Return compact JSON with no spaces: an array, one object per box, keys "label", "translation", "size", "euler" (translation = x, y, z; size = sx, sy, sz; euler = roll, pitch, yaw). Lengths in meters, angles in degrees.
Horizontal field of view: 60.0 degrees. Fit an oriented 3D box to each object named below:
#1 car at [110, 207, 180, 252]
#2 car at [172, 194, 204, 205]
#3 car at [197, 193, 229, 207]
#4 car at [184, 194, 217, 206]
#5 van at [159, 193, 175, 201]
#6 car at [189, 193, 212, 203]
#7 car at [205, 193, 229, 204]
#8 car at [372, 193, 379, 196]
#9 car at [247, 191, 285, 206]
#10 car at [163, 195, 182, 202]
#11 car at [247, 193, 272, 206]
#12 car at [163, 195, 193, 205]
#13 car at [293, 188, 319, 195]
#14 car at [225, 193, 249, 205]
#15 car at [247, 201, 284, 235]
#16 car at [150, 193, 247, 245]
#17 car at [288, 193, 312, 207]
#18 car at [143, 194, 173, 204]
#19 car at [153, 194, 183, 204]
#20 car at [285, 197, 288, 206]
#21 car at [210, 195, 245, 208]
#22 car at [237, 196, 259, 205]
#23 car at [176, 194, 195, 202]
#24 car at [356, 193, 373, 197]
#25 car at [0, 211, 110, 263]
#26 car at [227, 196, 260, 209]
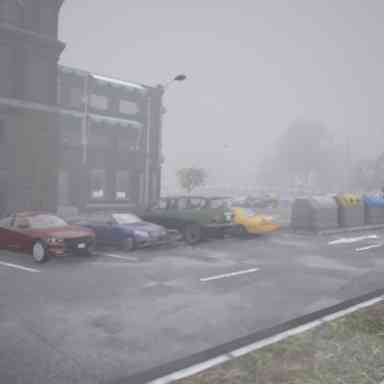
[{"label":"car","translation":[-3.088,1.506,13.726],"size":[4.674,1.452,2.002],"euler":[-1,-1,35]},{"label":"car","translation":[-0.489,1.147,49.351],"size":[2.231,1.521,4.892],"euler":[0,-1,35]},{"label":"car","translation":[2.865,1.019,44.473],"size":[2.185,1.767,4.553],"euler":[0,-1,35]},{"label":"car","translation":[1.297,1.146,47.081],"size":[1.946,1.575,5.366],"euler":[0,-1,35]},{"label":"van","translation":[-6.547,1.449,87.987],"size":[1.878,1.987,4.442],"euler":[1,-2,35]},{"label":"car","translation":[2.023,1.419,75.502],"size":[2.435,2.045,5.566],"euler":[1,-2,35]},{"label":"car","translation":[5.432,1.415,70.488],"size":[2.435,2.045,5.566],"euler":[1,-2,35]},{"label":"car","translation":[27.274,0.901,50.993],"size":[1.812,1.442,4.674],"euler":[2,3,-34]},{"label":"car","translation":[7.940,0.892,37.180],"size":[2.435,2.045,5.566],"euler":[1,-1,35]},{"label":"car","translation":[-4.888,1.672,85.404],"size":[2.231,1.521,4.892],"euler":[1,-2,35]},{"label":"car","translation":[12.336,1.413,60.557],"size":[2.435,2.045,5.566],"euler":[1,-2,35]},{"label":"car","translation":[-2.190,1.176,51.761],"size":[2.163,1.488,4.792],"euler":[1,-1,35]},{"label":"car","translation":[20.642,0.049,60.636],"size":[2.128,1.511,4.902],"euler":[2,3,-35]},{"label":"car","translation":[8.921,1.417,65.572],"size":[2.435,2.045,5.566],"euler":[1,-2,35]},{"label":"car","translation":[1.687,1.445,17.323],"size":[5.366,1.575,1.946],"euler":[-1,0,35]},{"label":"car","translation":[-0.655,1.208,15.483],"size":[5.566,2.045,2.435],"euler":[-1,0,35]},{"label":"car","translation":[17.538,1.540,53.156],"size":[2.185,1.767,4.553],"euler":[1,-2,35]},{"label":"car","translation":[-5.652,1.142,56.493],"size":[1.946,1.575,5.366],"euler":[1,0,35]},{"label":"car","translation":[-3.858,1.147,54.213],"size":[2.097,1.535,5.008],"euler":[0,-1,35]},{"label":"car","translation":[15.806,1.540,55.639],"size":[2.185,1.767,4.553],"euler":[1,-2,35]},{"label":"car","translation":[4.567,1.146,42.062],"size":[2.231,1.521,4.892],"euler":[0,-1,35]},{"label":"car","translation":[10.599,1.695,63.032],"size":[2.163,1.488,4.792],"euler":[1,-2,35]},{"label":"car","translation":[-1.464,1.543,80.417],"size":[2.185,1.767,4.553],"euler":[1,-2,35]},{"label":"car","translation":[22.700,1.412,45.715],"size":[2.435,2.045,5.566],"euler":[1,-2,35]},{"label":"car","translation":[-5.558,1.468,11.980],"size":[5.008,1.535,2.097],"euler":[-1,-1,35]},{"label":"car","translation":[6.258,1.184,39.635],"size":[2.002,1.452,4.674],"euler":[1,0,35]}]
